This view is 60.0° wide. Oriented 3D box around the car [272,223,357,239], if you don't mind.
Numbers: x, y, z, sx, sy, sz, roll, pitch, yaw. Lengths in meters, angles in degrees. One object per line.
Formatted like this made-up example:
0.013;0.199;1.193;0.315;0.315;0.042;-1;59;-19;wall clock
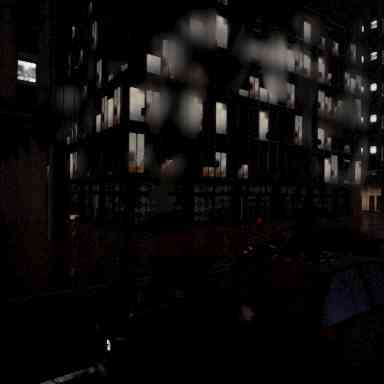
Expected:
3.239;1.545;8.861;4.507;1.381;1.887;0;1;-36;car

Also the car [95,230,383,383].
1.567;1.548;4.497;5.357;1.411;2.033;0;0;-36;car
